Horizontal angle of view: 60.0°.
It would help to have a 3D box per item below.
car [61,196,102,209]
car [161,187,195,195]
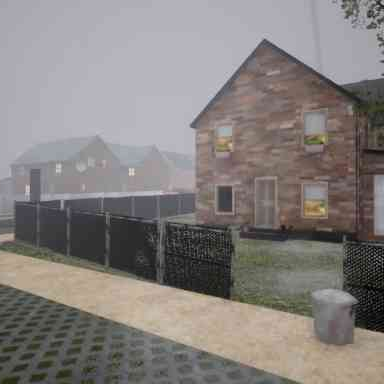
[{"bbox_3d":[-8.744,1.081,26.456,1.812,1.442,4.674,0,2,34],"label":"car"},{"bbox_3d":[-1.397,0.465,37.491,2.150,2.045,5.566,0,1,34],"label":"car"}]
